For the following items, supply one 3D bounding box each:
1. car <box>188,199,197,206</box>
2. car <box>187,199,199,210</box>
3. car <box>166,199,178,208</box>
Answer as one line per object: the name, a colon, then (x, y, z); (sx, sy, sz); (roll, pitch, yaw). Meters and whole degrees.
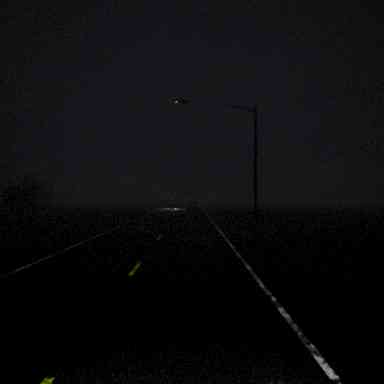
car: (0.074, 2.282, 72.399); (1.994, 1.385, 4.181); (0, -1, 0)
car: (0.152, 2.064, 51.121); (2.033, 1.411, 5.357); (0, -1, 0)
car: (-3.485, 2.097, 58.829); (1.837, 1.490, 4.892); (0, 0, 1)
